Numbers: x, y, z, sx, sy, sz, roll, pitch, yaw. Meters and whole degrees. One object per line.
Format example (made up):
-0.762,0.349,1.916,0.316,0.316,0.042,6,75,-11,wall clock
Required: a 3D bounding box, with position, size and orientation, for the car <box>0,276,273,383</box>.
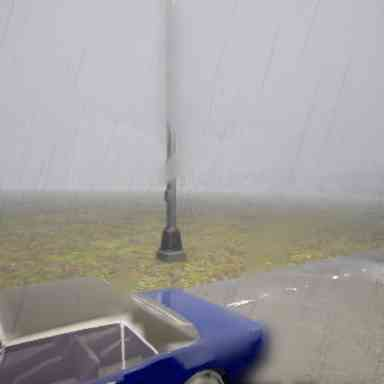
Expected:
-1.553,1.601,2.888,4.718,1.301,1.895,0,0,-36,car
